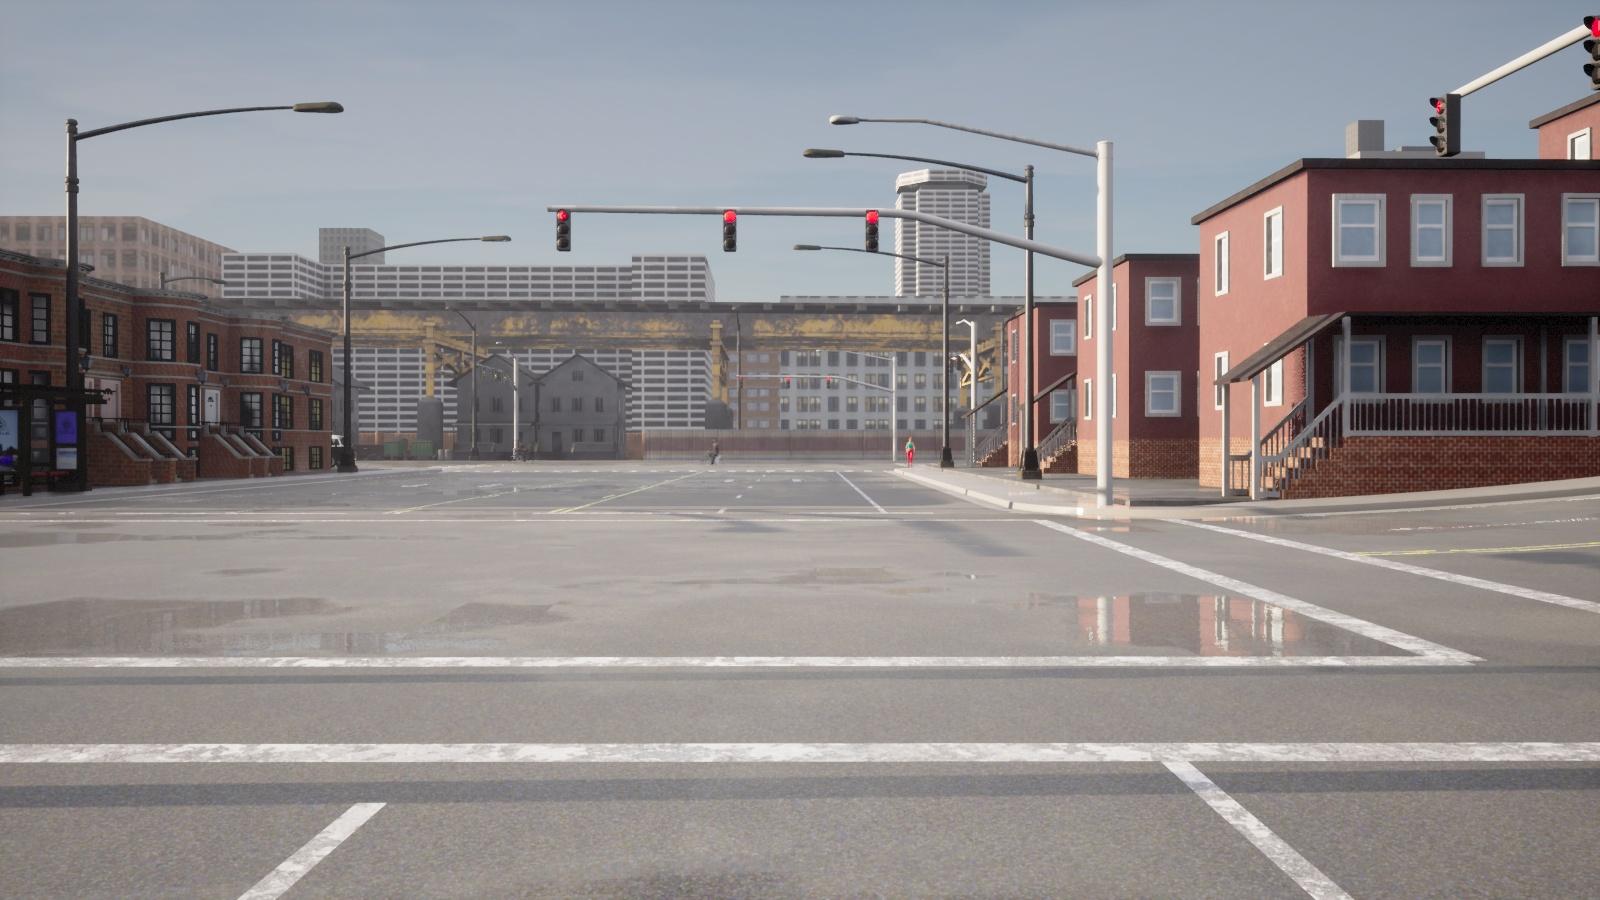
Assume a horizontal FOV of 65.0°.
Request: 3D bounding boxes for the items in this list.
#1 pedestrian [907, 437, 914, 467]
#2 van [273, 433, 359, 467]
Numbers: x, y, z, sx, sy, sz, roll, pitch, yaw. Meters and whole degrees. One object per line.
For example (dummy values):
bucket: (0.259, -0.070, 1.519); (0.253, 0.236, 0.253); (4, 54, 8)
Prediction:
pedestrian: (6.647, 0.120, 75.635); (0.345, 1.836, 0.594); (0, 0, 2)
van: (-29.763, 0.010, 77.297); (4.480, 2.038, 2.069); (0, 0, 0)
